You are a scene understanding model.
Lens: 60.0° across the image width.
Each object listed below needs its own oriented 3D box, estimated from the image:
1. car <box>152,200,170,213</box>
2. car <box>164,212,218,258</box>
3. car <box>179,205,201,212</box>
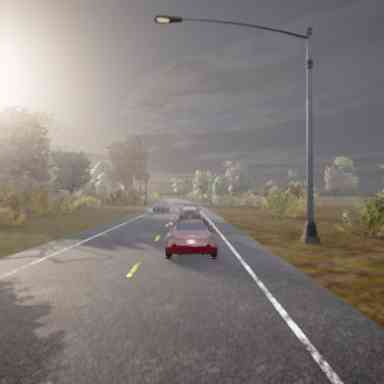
[{"bbox_3d":[-4.037,1.829,44.223,2.097,1.767,4.553,0,-1,-1],"label":"car"},{"bbox_3d":[-0.023,1.711,13.506,1.994,1.385,4.181,0,-1,0],"label":"car"},{"bbox_3d":[-0.175,1.837,28.947,1.812,1.442,4.674,0,0,0],"label":"car"}]
